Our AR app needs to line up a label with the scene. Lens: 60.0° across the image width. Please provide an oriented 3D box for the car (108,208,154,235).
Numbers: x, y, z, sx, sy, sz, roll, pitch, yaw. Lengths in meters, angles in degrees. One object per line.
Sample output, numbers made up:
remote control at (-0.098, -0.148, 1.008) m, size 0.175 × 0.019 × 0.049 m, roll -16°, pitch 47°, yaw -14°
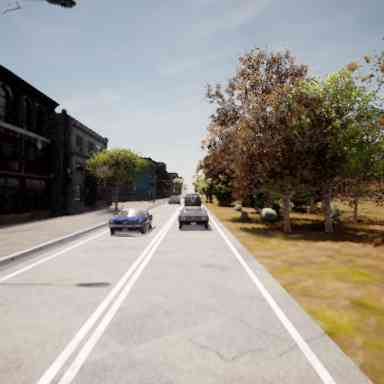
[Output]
car at (-3.352, 1.601, 18.957) m, size 1.895 × 1.301 × 4.718 m, roll 0°, pitch 0°, yaw 0°

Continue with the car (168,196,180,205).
car at (-3.259, 1.442, 61.334) m, size 2.097 × 1.767 × 4.553 m, roll 0°, pitch 0°, yaw 1°

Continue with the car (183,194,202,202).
car at (0.096, 1.219, 42.754) m, size 2.150 × 2.045 × 5.566 m, roll 0°, pitch 0°, yaw 0°

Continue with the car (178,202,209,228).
car at (0.097, 1.600, 22.081) m, size 1.895 × 1.301 × 4.718 m, roll 0°, pitch 0°, yaw 0°
